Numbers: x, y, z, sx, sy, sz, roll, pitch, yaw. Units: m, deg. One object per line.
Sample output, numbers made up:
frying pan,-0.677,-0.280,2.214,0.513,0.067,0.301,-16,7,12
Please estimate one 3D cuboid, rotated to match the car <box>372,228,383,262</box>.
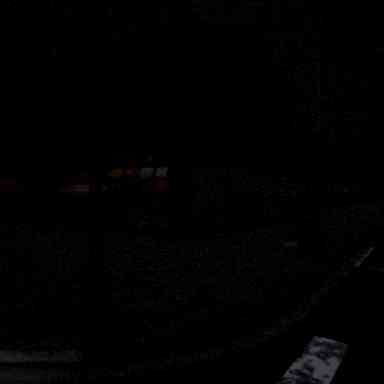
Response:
car,7.395,1.590,11.439,2.008,1.369,4.403,0,0,35
